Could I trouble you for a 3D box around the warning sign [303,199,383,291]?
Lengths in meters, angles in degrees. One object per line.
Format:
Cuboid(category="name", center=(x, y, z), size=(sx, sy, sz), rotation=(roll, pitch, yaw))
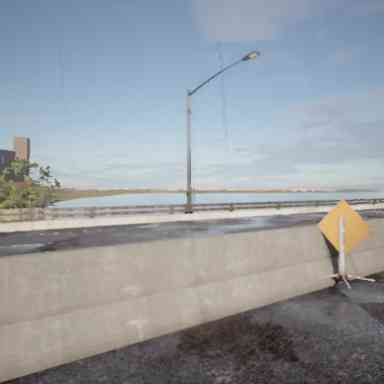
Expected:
Cuboid(category="warning sign", center=(3.427, 1.092, 7.598), size=(1.060, 1.860, 1.300), rotation=(0, 0, -35))
